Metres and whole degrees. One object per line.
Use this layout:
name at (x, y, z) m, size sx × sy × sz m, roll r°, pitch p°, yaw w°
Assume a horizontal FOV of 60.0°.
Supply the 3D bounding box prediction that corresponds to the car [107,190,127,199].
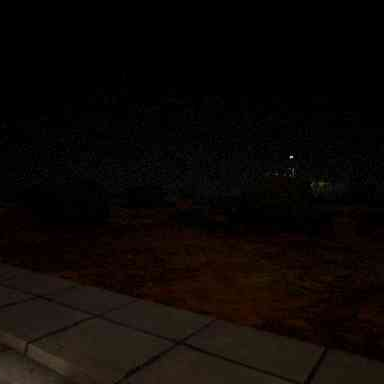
car at (-13.515, 0.476, 58.052) m, size 2.097 × 1.767 × 4.553 m, roll 1°, pitch 1°, yaw 38°
